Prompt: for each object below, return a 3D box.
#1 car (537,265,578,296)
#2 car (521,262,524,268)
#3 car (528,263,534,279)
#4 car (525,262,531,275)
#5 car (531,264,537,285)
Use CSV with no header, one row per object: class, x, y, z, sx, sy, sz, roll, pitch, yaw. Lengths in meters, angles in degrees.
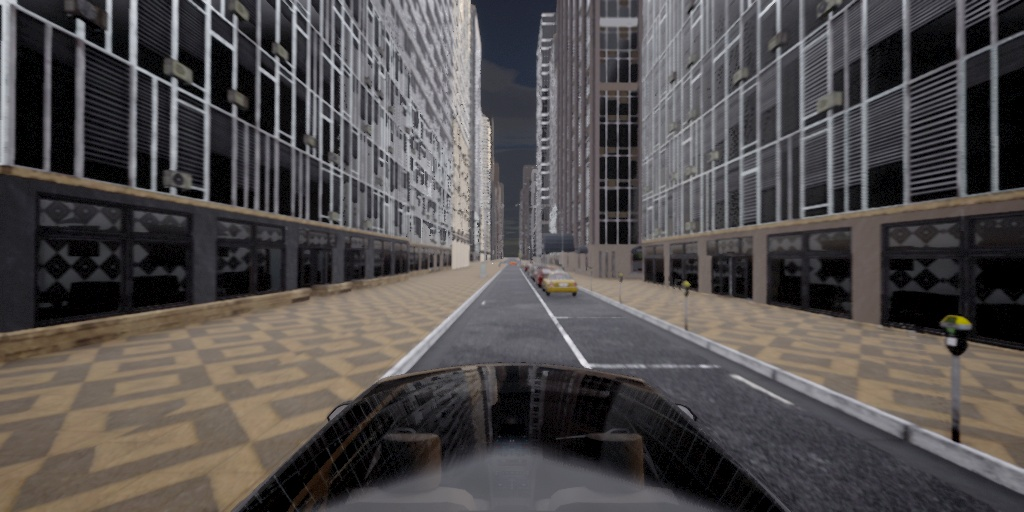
car,2.609,1.434,20.445,1.751,1.417,4.829,0,0,0
car,2.706,1.716,53.581,1.888,1.381,4.507,0,0,0
car,2.641,1.579,31.377,1.802,1.307,4.207,0,0,0
car,2.657,1.591,36.928,2.007,1.370,4.403,0,0,0
car,2.625,1.498,25.826,1.888,1.381,4.507,0,0,0
